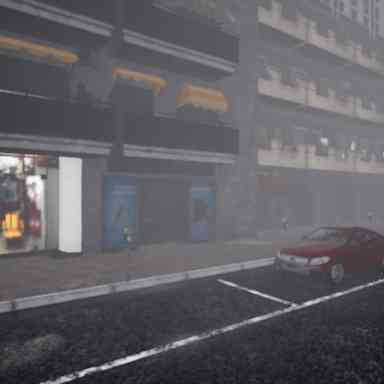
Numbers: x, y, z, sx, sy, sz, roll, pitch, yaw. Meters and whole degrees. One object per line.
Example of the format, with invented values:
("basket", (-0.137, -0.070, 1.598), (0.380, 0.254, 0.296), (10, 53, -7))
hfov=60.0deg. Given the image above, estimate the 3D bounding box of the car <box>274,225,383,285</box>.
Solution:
("car", (4.209, 1.630, 9.558), (4.206, 1.307, 1.802), (0, 0, -35))
